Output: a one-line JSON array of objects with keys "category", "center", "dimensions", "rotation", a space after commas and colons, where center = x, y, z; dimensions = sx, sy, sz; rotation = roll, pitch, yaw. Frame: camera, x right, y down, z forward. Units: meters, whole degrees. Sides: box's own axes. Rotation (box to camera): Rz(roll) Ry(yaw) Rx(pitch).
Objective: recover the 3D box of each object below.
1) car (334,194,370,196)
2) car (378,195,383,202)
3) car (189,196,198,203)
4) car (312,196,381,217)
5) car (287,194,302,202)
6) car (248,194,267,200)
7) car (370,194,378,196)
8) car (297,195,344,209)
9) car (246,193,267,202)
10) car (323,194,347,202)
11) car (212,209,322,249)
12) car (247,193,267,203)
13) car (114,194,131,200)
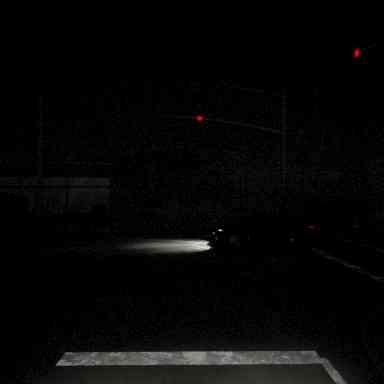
[{"category": "car", "center": [20.626, 1.320, 43.357], "dimensions": [3.633, 1.501, 1.845], "rotation": [0, 0, 0]}, {"category": "car", "center": [38.686, 1.154, 62.739], "dimensions": [5.027, 1.636, 2.152], "rotation": [0, 0, 0]}, {"category": "car", "center": [0.232, 1.547, 69.759], "dimensions": [2.033, 1.411, 5.357], "rotation": [0, 0, 0]}, {"category": "car", "center": [13.063, 1.340, 28.344], "dimensions": [4.514, 1.523, 2.007], "rotation": [0, 0, 0]}, {"category": "car", "center": [21.291, 1.097, 65.809], "dimensions": [4.605, 1.855, 1.932], "rotation": [0, 0, 0]}, {"category": "car", "center": [18.080, 1.334, 91.697], "dimensions": [4.902, 1.511, 2.128], "rotation": [0, 0, 0]}, {"category": "car", "center": [38.338, 1.232, 69.156], "dimensions": [3.806, 1.475, 1.970], "rotation": [0, 0, 0]}, {"category": "car", "center": [12.999, 1.330, 31.481], "dimensions": [5.027, 1.636, 2.152], "rotation": [0, 0, 0]}, {"category": "car", "center": [13.410, 1.077, 69.065], "dimensions": [3.866, 1.878, 1.905], "rotation": [0, 0, 0]}, {"category": "car", "center": [31.274, 1.298, 72.790], "dimensions": [4.514, 1.523, 2.007], "rotation": [0, 0, 0]}, {"category": "car", "center": [2.949, 1.564, 14.101], "dimensions": [4.181, 1.385, 1.994], "rotation": [0, 0, -1]}, {"category": "car", "center": [12.812, 1.361, 65.738], "dimensions": [3.806, 1.475, 1.970], "rotation": [0, 0, 0]}, {"category": "car", "center": [-19.160, 1.333, 91.650], "dimensions": [4.674, 1.442, 1.812], "rotation": [0, 0, 0]}]
